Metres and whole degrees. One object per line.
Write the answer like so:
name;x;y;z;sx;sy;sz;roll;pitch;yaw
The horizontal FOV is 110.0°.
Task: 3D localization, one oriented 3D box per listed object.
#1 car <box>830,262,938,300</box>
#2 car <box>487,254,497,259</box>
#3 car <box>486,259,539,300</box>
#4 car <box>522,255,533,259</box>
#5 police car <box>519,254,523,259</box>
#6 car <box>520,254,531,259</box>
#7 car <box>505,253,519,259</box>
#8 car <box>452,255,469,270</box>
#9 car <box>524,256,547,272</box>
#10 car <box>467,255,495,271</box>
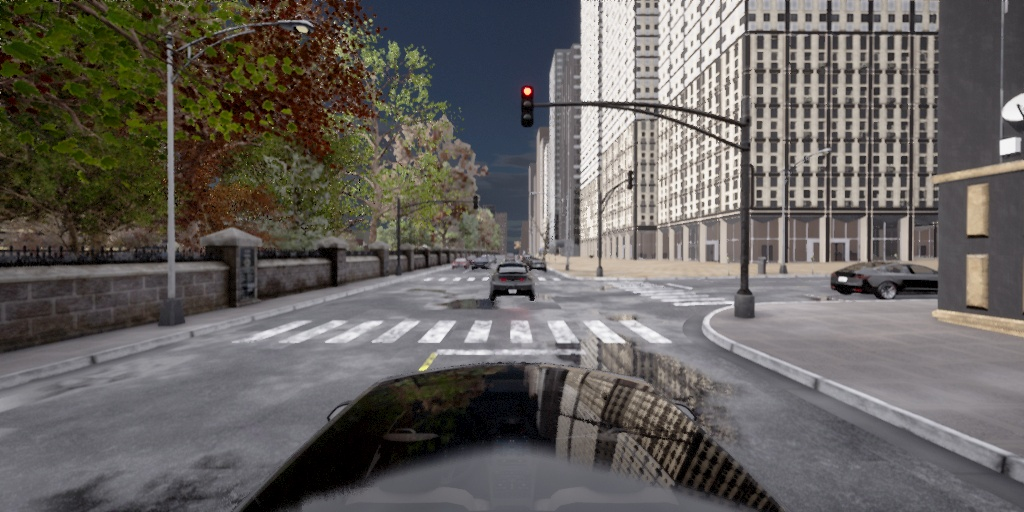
car;14.627;0.883;13.628;4.313;1.339;1.948;0;0;-1
car;-3.354;0.597;56.510;2.128;1.511;4.902;0;1;0
car;0.019;1.079;16.323;1.837;1.490;4.892;0;1;0
car;2.482;0.840;41.781;1.948;1.339;4.313;0;0;0
police car;2.807;0.442;64.561;1.930;1.638;5.238;0;1;0
car;2.453;0.775;47.413;1.948;1.339;4.313;0;0;0
car;-0.326;0.512;64.209;2.128;1.511;4.902;0;1;0
car;-5.898;0.854;41.737;1.802;1.307;4.207;0;0;0
car;2.512;0.906;36.149;1.948;1.339;4.313;0;0;0
car;-3.289;0.854;38.863;2.033;1.411;5.357;0;1;0
